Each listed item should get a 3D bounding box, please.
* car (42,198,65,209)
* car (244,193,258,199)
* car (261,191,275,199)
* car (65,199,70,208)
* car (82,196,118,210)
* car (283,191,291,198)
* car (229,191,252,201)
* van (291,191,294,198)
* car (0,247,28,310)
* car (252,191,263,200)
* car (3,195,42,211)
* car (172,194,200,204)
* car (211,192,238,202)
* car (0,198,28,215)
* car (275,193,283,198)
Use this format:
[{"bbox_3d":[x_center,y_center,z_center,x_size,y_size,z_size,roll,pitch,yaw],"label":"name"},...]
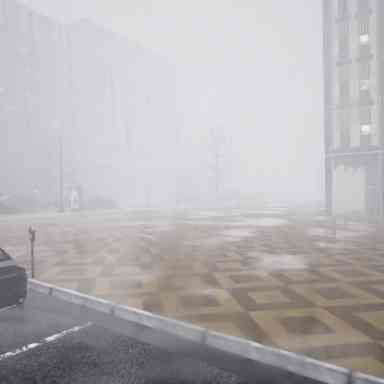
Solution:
[{"bbox_3d":[-17.054,1.415,42.206,1.887,1.381,4.507,-1,0,36],"label":"car"},{"bbox_3d":[15.352,1.041,86.985,1.947,1.339,4.313,-1,0,36],"label":"car"},{"bbox_3d":[15.656,0.741,73.115,2.192,1.841,5.009,-1,0,36],"label":"car"},{"bbox_3d":[-13.302,1.288,42.982,1.882,1.535,5.008,-1,0,36],"label":"car"},{"bbox_3d":[-10.267,1.186,37.292,1.967,1.590,4.097,-1,0,36],"label":"car"},{"bbox_3d":[22.140,0.932,82.071,1.802,1.307,4.206,-1,0,36],"label":"car"},{"bbox_3d":[9.177,1.048,64.159,1.887,1.381,4.507,-1,0,36],"label":"car"},{"bbox_3d":[25.378,0.655,86.549,1.690,1.788,3.998,-1,0,36],"label":"van"},{"bbox_3d":[-4.979,1.553,6.595,4.403,1.369,2.008,0,-1,35],"label":"car"},{"bbox_3d":[12.418,1.047,68.637,1.802,1.307,4.206,-1,0,36],"label":"car"},{"bbox_3d":[-20.297,1.228,37.728,2.192,1.841,5.009,-1,0,36],"label":"car"},{"bbox_3d":[-0.546,1.062,50.725,1.967,1.590,4.097,-1,0,36],"label":"car"},{"bbox_3d":[5.937,1.094,59.681,2.008,1.369,4.403,-1,0,36],"label":"car"},{"bbox_3d":[-16.747,1.413,28.335,1.802,1.307,4.206,-1,0,36],"label":"car"},{"bbox_3d":[18.898,0.939,77.593,2.008,1.369,4.403,-1,0,36],"label":"car"}]
